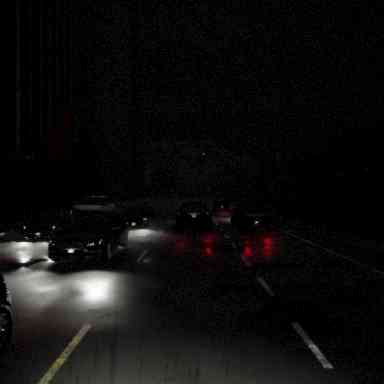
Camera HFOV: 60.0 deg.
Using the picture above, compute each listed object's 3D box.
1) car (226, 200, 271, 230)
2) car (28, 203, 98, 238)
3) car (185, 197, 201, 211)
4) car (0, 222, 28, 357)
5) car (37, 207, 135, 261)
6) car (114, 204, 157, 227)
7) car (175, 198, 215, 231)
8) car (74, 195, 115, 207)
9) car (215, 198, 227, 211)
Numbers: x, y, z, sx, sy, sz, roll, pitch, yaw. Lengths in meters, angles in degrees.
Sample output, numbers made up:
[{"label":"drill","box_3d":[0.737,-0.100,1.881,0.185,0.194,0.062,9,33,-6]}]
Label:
[{"label":"car","box_3d":[3.601,1.485,20.944,2.128,1.511,4.902,0,0,0]},{"label":"car","box_3d":[-7.035,1.542,17.936,2.033,1.411,5.357,0,0,1]},{"label":"car","box_3d":[0.084,1.465,41.694,1.882,1.535,5.008,0,0,0]},{"label":"car","box_3d":[-3.596,1.351,2.801,2.097,1.767,4.553,0,0,0]},{"label":"car","box_3d":[-3.574,1.501,12.277,1.837,1.490,4.892,0,0,0]},{"label":"car","box_3d":[-3.499,1.541,22.696,2.033,1.411,5.357,0,0,0]},{"label":"car","box_3d":[0.101,1.346,20.536,2.097,1.767,4.553,0,0,0]},{"label":"car","box_3d":[-6.999,1.254,23.906,2.150,2.045,5.566,0,0,0]},{"label":"car","box_3d":[3.582,1.492,41.502,1.837,1.490,4.892,0,0,0]}]
